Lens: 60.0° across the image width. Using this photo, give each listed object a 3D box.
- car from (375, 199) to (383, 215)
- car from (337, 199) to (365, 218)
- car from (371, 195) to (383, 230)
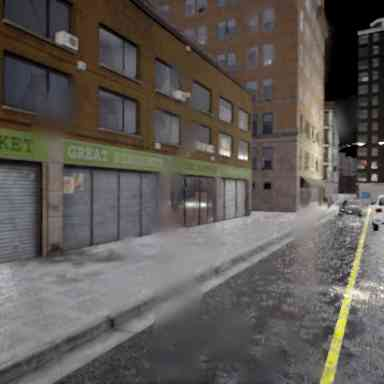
[{"bbox_3d":[19.709,1.444,33.820,1.812,1.442,4.674,1,0,29],"label":"car"},{"bbox_3d":[14.230,1.408,29.699,1.837,1.490,4.892,1,0,29],"label":"car"},{"bbox_3d":[12.069,1.176,19.912,2.150,2.045,5.566,1,1,29],"label":"car"}]
